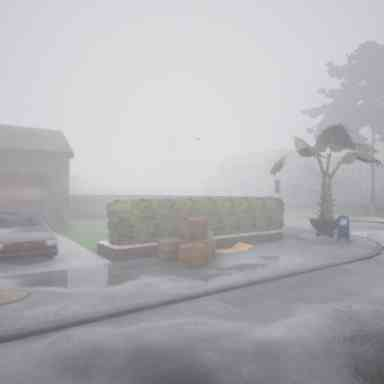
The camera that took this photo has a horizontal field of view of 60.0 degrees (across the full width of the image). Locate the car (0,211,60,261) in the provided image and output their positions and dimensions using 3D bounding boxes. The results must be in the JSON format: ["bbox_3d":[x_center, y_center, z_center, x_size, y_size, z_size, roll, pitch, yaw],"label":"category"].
[{"bbox_3d":[-5.903,1.359,11.184,2.033,1.415,5.357,0,0,-33],"label":"car"}]
